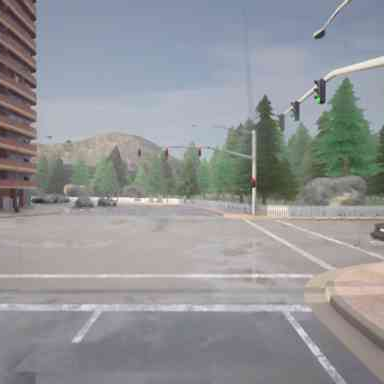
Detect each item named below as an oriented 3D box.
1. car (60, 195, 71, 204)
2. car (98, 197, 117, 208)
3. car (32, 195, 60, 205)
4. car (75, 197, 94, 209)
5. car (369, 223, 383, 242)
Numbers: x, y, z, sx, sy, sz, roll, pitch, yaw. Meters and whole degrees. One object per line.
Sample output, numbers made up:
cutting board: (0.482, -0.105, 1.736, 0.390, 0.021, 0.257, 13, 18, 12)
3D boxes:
car: (-24.409, 1.331, 61.286, 4.553, 1.767, 2.097, 0, 0, 34)
car: (-12.200, 1.475, 47.829, 2.128, 1.511, 4.902, 0, 0, -30)
car: (-25.822, 1.472, 57.935, 4.902, 1.511, 2.128, 0, 0, 35)
car: (-14.466, 1.489, 44.707, 1.837, 1.490, 4.892, 0, 0, -28)
car: (10.252, 1.599, 13.525, 5.357, 1.411, 2.033, 0, 0, 0)
